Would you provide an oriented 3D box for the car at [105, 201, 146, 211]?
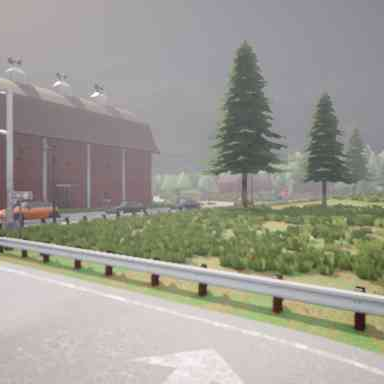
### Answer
[{"bbox_3d":[-6.973,1.704,35.112,1.837,1.490,4.892,0,0,36],"label":"car"}]

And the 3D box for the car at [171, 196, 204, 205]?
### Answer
[{"bbox_3d":[-0.901,1.701,43.307,1.837,1.490,4.892,0,0,37],"label":"car"}]

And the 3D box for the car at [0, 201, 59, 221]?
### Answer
[{"bbox_3d":[-13.133,1.552,26.786,2.097,1.767,4.553,0,0,37],"label":"car"}]

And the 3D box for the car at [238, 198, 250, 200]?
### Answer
[{"bbox_3d":[8.655,1.729,56.075,1.812,1.442,4.674,0,0,37],"label":"car"}]
